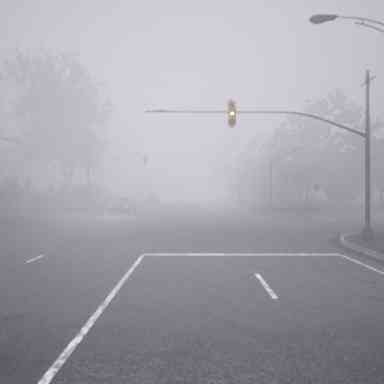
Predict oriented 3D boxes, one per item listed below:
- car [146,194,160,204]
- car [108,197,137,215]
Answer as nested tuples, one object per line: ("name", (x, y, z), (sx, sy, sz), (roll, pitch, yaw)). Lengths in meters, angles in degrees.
("car", (-6.958, 1.217, 59.169), (2.097, 1.767, 4.553), (0, 0, 0))
("car", (-6.957, 1.297, 33.614), (2.097, 1.767, 4.553), (0, 0, 0))
